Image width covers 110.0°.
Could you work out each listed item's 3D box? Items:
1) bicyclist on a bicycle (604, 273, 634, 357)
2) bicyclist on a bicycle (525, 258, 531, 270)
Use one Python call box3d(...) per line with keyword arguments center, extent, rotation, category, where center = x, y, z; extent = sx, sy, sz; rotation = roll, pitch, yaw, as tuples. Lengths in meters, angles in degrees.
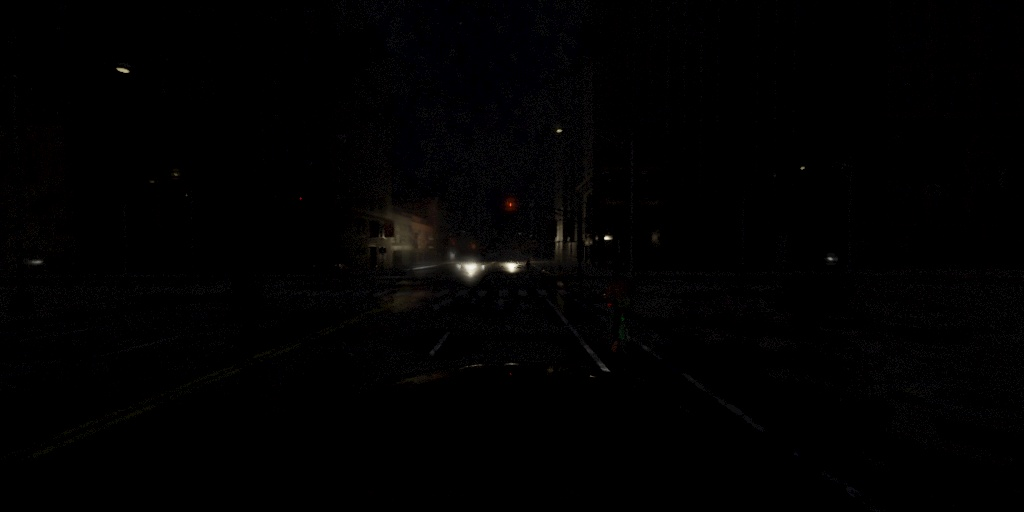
box3d(center=(2.248, 1.182, 7.529), extent=(0.582, 1.620, 1.656), rotation=(0, 0, 0), category="bicyclist on a bicycle")
box3d(center=(2.243, 1.050, 49.488), extent=(0.866, 1.612, 1.509), rotation=(0, 0, 0), category="bicyclist on a bicycle")
